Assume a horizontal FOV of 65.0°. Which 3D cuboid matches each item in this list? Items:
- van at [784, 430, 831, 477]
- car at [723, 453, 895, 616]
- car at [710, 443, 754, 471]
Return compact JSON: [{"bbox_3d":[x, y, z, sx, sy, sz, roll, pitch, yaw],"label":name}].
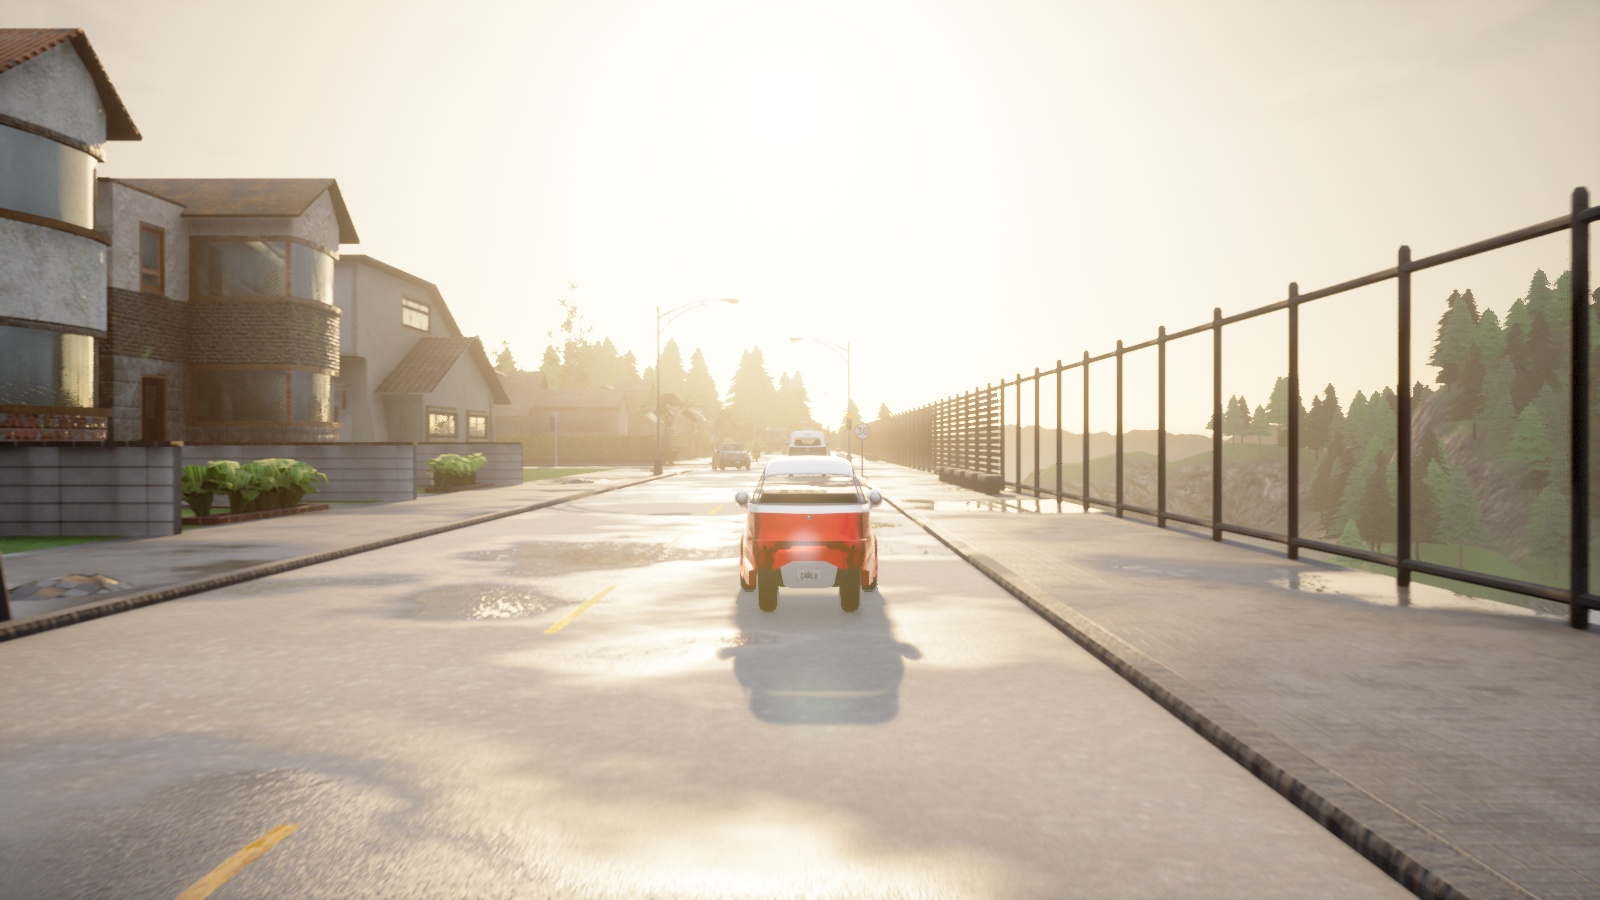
[{"bbox_3d":[0.341,0.148,57.147,2.069,2.038,4.480,0,0,0],"label":"van"},{"bbox_3d":[0.083,0.734,11.970,1.481,1.376,2.207,0,1,0],"label":"car"},{"bbox_3d":[-3.770,0.367,69.270,1.845,1.501,3.633,0,0,-13],"label":"car"}]
